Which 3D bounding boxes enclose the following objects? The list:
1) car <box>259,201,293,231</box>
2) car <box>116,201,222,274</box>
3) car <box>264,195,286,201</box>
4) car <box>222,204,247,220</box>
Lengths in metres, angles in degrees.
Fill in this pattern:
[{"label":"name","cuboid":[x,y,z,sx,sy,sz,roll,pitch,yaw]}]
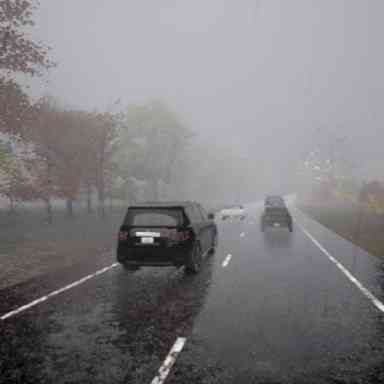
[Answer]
[{"label":"car","cuboid":[5.342,1.601,21.177,1.837,1.490,4.892,-1,0,13]},{"label":"car","cuboid":[-0.553,1.320,11.104,2.150,2.045,5.566,-1,0,12]},{"label":"car","cuboid":[9.349,1.392,37.605,2.150,2.045,5.566,-1,0,14]},{"label":"car","cuboid":[3.919,1.787,30.257,1.895,1.301,4.718,-1,0,14]}]
